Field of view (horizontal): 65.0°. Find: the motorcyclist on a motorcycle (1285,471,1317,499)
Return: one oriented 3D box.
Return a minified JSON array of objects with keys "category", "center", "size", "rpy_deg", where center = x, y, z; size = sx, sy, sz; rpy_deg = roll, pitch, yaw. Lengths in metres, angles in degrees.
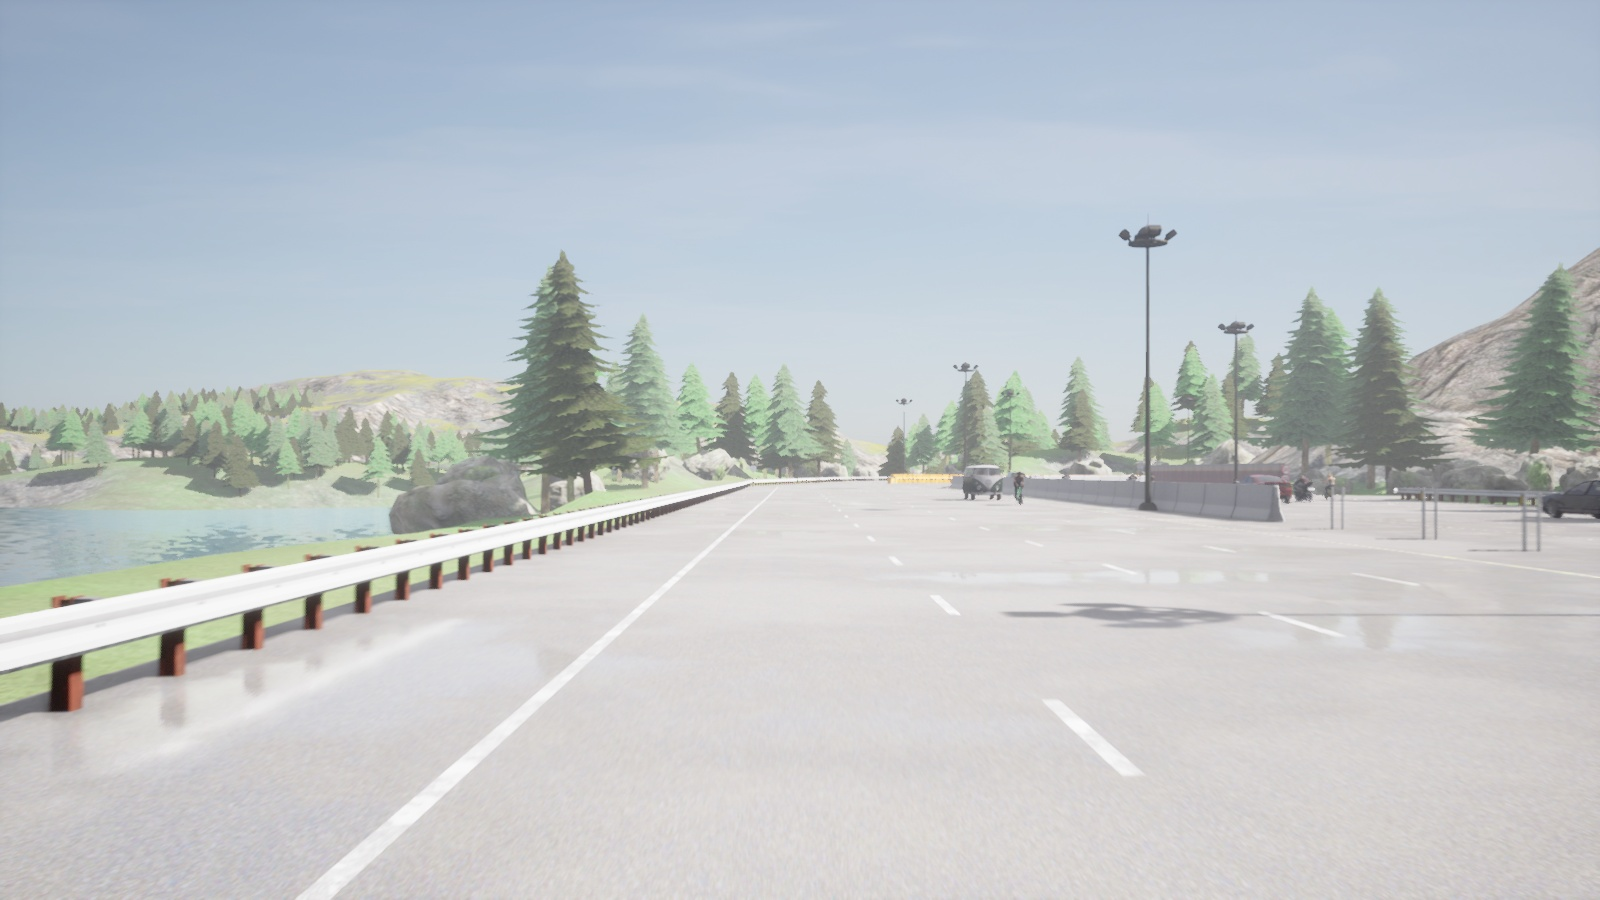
[{"category":"motorcyclist on a motorcycle","center":[27.827,1.940,69.800],"size":[0.866,1.530,2.191],"rpy_deg":[0,-1,0]}]

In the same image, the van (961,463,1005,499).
[{"category":"van","center":[10.319,1.749,71.010],"size":[1.775,1.987,4.442],"rpy_deg":[0,-1,0]}]

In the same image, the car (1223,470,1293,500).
[{"category":"car","center":[24.335,1.847,66.895],"size":[1.882,1.535,5.008],"rpy_deg":[0,-1,0]}]

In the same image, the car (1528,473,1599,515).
[{"category":"car","center":[27.892,1.503,43.672],"size":[2.033,1.411,5.357],"rpy_deg":[0,-1,0]}]
